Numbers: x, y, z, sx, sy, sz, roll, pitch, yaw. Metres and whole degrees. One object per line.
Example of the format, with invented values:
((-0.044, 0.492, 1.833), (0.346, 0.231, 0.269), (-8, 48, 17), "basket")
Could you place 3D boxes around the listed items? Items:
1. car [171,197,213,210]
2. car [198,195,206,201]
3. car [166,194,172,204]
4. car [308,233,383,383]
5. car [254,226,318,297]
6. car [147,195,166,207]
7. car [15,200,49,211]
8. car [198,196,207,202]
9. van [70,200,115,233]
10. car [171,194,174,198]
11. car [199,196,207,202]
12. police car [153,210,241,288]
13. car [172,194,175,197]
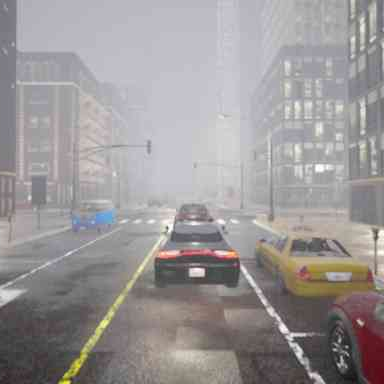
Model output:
((0.082, 1.368, 19.499), (2.097, 1.767, 4.553), (0, 0, 0), "car")
((2.679, 1.699, 91.382), (1.967, 1.590, 4.097), (0, 0, 0), "car")
((-5.697, 1.716, 68.728), (1.947, 1.339, 4.313), (0, 0, 0), "car")
((2.706, 1.441, 2.767), (1.967, 1.590, 4.097), (1, 0, 0), "car")
((2.706, 1.529, 8.461), (1.752, 1.417, 4.829), (1, 0, 0), "car")
((-5.691, 1.405, 51.742), (2.192, 1.841, 5.009), (0, 0, 0), "car")
((-19.061, 1.536, 38.742), (4.507, 1.381, 1.887), (0, -1, 0), "car")
((2.679, 1.796, 85.719), (1.947, 1.339, 4.313), (0, 0, 0), "car")
((-5.662, 1.357, 19.336), (1.690, 1.788, 3.998), (1, 0, 0), "van")
((-5.698, 1.757, 74.391), (1.802, 1.307, 4.206), (0, 0, 0), "car")
((2.681, 1.728, 80.225), (1.752, 1.417, 4.829), (0, 0, 0), "car")
((0.101, 1.509, 9.389), (2.038, 1.542, 4.974), (0, 0, 0), "police car")
((-5.699, 1.642, 80.054), (1.967, 1.590, 4.097), (0, 0, 0), "car")
